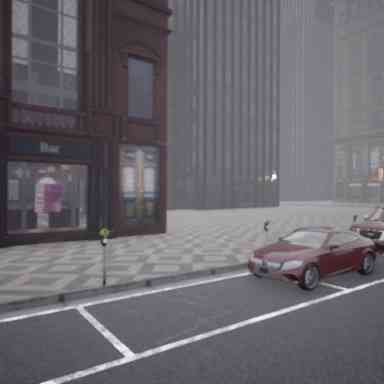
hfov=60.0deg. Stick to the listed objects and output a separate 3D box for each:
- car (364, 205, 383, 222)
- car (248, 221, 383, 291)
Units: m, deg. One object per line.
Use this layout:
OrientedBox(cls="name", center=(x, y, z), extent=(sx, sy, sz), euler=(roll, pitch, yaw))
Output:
OrientedBox(cls="car", center=(7.726, 1.369, 12.131), extent=(5.009, 1.841, 2.192), euler=(0, 0, -35))
OrientedBox(cls="car", center=(3.405, 1.615, 9.060), extent=(4.206, 1.307, 1.802), euler=(0, 0, -35))
